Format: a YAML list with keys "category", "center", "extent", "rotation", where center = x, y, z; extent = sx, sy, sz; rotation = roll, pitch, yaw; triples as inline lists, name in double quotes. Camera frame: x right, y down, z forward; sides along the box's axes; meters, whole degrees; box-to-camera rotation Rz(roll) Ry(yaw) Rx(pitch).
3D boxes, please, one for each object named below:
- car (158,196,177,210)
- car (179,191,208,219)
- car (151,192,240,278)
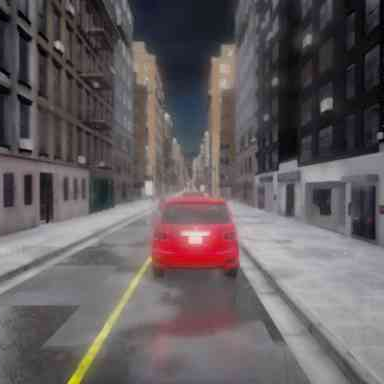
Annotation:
- category: "car"
  center: [-2.788, 1.198, 38.681]
  extent: [1.812, 1.442, 4.674]
  rotation: [0, 0, 0]
- category: "car"
  center: [0.120, 0.990, 27.435]
  extent: [2.150, 2.045, 5.566]
  rotation: [0, 0, 0]
- category: "car"
  center: [0.088, 1.138, 10.048]
  extent: [2.150, 2.045, 5.566]
  rotation: [0, 0, 0]
